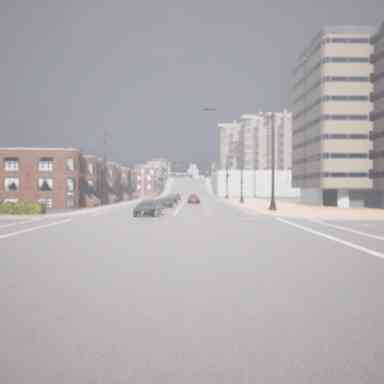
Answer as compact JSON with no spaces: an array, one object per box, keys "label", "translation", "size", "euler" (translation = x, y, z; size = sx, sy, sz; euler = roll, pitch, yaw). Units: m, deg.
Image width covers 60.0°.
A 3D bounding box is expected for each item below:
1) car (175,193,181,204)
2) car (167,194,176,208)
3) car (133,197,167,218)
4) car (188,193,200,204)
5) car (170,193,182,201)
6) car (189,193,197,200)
[{"label":"car","translation":[-3.356,1.157,55.759],"size":[1.882,1.535,5.008],"euler":[0,0,1]},{"label":"car","translation":[-3.439,1.351,42.666],"size":[1.994,1.385,4.181],"euler":[0,0,0]},{"label":"car","translation":[-3.718,1.410,28.966],"size":[1.837,1.490,4.892],"euler":[1,0,6]},{"label":"car","translation":[0.301,1.247,56.357],"size":[1.994,1.385,4.181],"euler":[0,0,0]},{"label":"car","translation":[-3.249,1.051,69.094],"size":[2.128,1.511,4.902],"euler":[0,0,0]},{"label":"car","translation":[0.282,1.037,77.198],"size":[1.812,1.442,4.674],"euler":[0,0,0]}]
